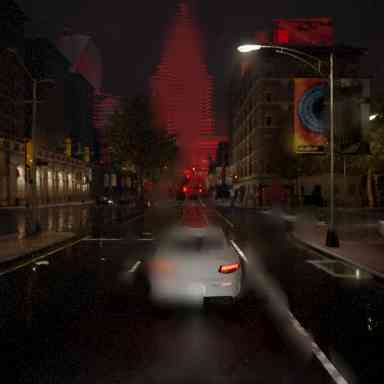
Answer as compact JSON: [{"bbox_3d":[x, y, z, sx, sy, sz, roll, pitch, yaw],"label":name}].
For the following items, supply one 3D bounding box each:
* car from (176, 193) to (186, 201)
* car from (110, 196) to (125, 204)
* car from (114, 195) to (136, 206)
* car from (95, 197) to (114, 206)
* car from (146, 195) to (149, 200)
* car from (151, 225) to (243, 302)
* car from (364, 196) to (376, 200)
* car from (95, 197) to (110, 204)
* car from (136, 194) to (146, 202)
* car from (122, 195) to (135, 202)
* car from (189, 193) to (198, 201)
[{"bbox_3d":[-3.098,1.552,87.296,1.994,1.385,4.181,0,0,0],"label":"car"},{"bbox_3d":[-14.711,1.505,66.328,1.837,1.490,4.892,0,0,1],"label":"car"},{"bbox_3d":[-11.324,1.478,56.724,1.882,1.535,5.008,0,0,0],"label":"car"},{"bbox_3d":[-14.823,1.547,56.789,2.033,1.411,5.357,0,0,0],"label":"car"},{"bbox_3d":[-11.147,1.355,76.757,2.097,1.767,4.553,0,0,0],"label":"car"},{"bbox_3d":[0.114,1.526,8.122,1.812,1.442,4.674,0,0,1],"label":"car"},{"bbox_3d":[34.758,1.481,68.023,2.231,1.521,4.892,0,0,0],"label":"car"},{"bbox_3d":[-17.943,1.595,66.873,1.895,1.301,4.718,0,0,0],"label":"car"},{"bbox_3d":[-11.214,1.547,66.537,2.033,1.411,5.357,0,0,1],"label":"car"},{"bbox_3d":[-14.647,1.478,76.742,1.882,1.535,5.008,0,0,0],"label":"car"},{"bbox_3d":[0.400,1.355,86.898,2.097,1.767,4.553,0,0,0],"label":"car"}]
